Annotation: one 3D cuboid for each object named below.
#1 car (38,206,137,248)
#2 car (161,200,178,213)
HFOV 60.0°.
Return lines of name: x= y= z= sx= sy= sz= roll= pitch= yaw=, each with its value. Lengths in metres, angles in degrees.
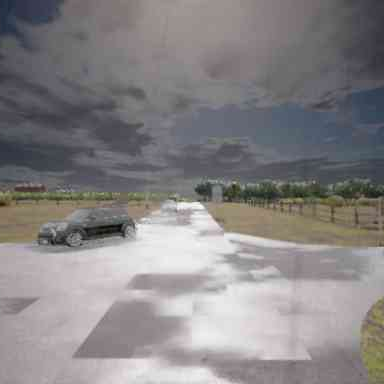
car: x=-4.892 y=1.512 z=15.905 sx=2.097 sy=1.767 sz=4.553 roll=-4 pitch=-2 yaw=38
car: x=-2.664 y=1.749 z=40.157 sx=1.812 sy=1.442 sz=4.674 roll=0 pitch=0 yaw=0
